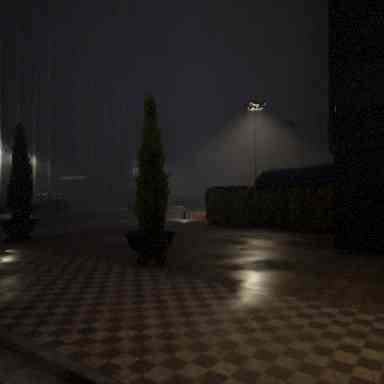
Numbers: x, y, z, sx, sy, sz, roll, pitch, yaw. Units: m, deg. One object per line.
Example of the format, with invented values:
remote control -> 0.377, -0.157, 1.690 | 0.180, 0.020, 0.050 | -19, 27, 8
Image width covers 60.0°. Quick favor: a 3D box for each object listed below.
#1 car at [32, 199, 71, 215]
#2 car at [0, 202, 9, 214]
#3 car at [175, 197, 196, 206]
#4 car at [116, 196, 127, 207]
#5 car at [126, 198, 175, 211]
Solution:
car -> -14.754, 1.500, 33.983 | 1.837, 1.490, 4.892 | 0, 0, 35
car -> -20.012, 1.558, 32.553 | 1.994, 1.385, 4.181 | 0, 0, 35
car -> -1.255, 1.502, 53.306 | 1.837, 1.490, 4.892 | 0, -1, 35
car -> -8.530, 1.216, 49.041 | 2.150, 2.045, 5.566 | 0, 0, 35
car -> -4.393, 1.474, 36.283 | 1.882, 1.535, 5.008 | 0, 0, 35
